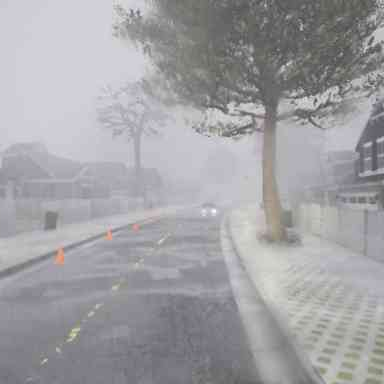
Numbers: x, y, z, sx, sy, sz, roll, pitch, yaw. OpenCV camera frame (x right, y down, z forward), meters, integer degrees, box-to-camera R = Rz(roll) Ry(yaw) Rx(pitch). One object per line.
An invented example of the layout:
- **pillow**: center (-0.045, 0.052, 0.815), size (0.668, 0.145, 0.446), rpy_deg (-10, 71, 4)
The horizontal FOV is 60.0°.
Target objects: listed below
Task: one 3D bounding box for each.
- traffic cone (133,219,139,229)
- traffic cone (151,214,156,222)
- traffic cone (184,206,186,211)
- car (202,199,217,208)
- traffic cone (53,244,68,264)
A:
- **traffic cone**: center (-3.495, 1.983, 20.667), size (0.340, 0.580, 0.340), rpy_deg (0, 0, 5)
- **traffic cone**: center (-3.001, 1.998, 25.695), size (0.340, 0.580, 0.340), rpy_deg (0, 0, 6)
- **traffic cone**: center (-0.898, 2.055, 40.700), size (0.340, 0.580, 0.340), rpy_deg (0, 0, 10)
- **car**: center (2.592, 1.737, 49.511), size (1.895, 1.301, 4.718), rpy_deg (0, 0, 8)
- **traffic cone**: center (-4.173, 1.960, 10.587), size (0.340, 0.580, 0.340), rpy_deg (0, 0, 3)
